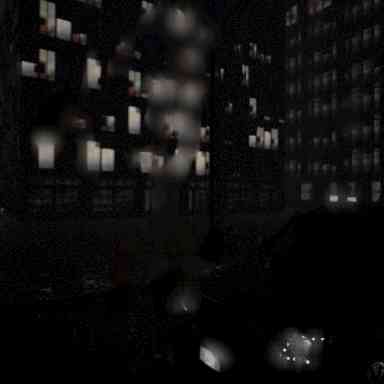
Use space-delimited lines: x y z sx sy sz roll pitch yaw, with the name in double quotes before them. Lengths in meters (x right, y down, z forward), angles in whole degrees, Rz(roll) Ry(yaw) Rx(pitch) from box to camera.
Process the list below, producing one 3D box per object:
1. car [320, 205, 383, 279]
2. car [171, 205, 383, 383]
"car" 6.644 1.390 10.830 5.009 1.841 2.192 0 0 -35
"car" 2.415 1.252 4.788 5.566 2.045 2.150 0 0 -36
